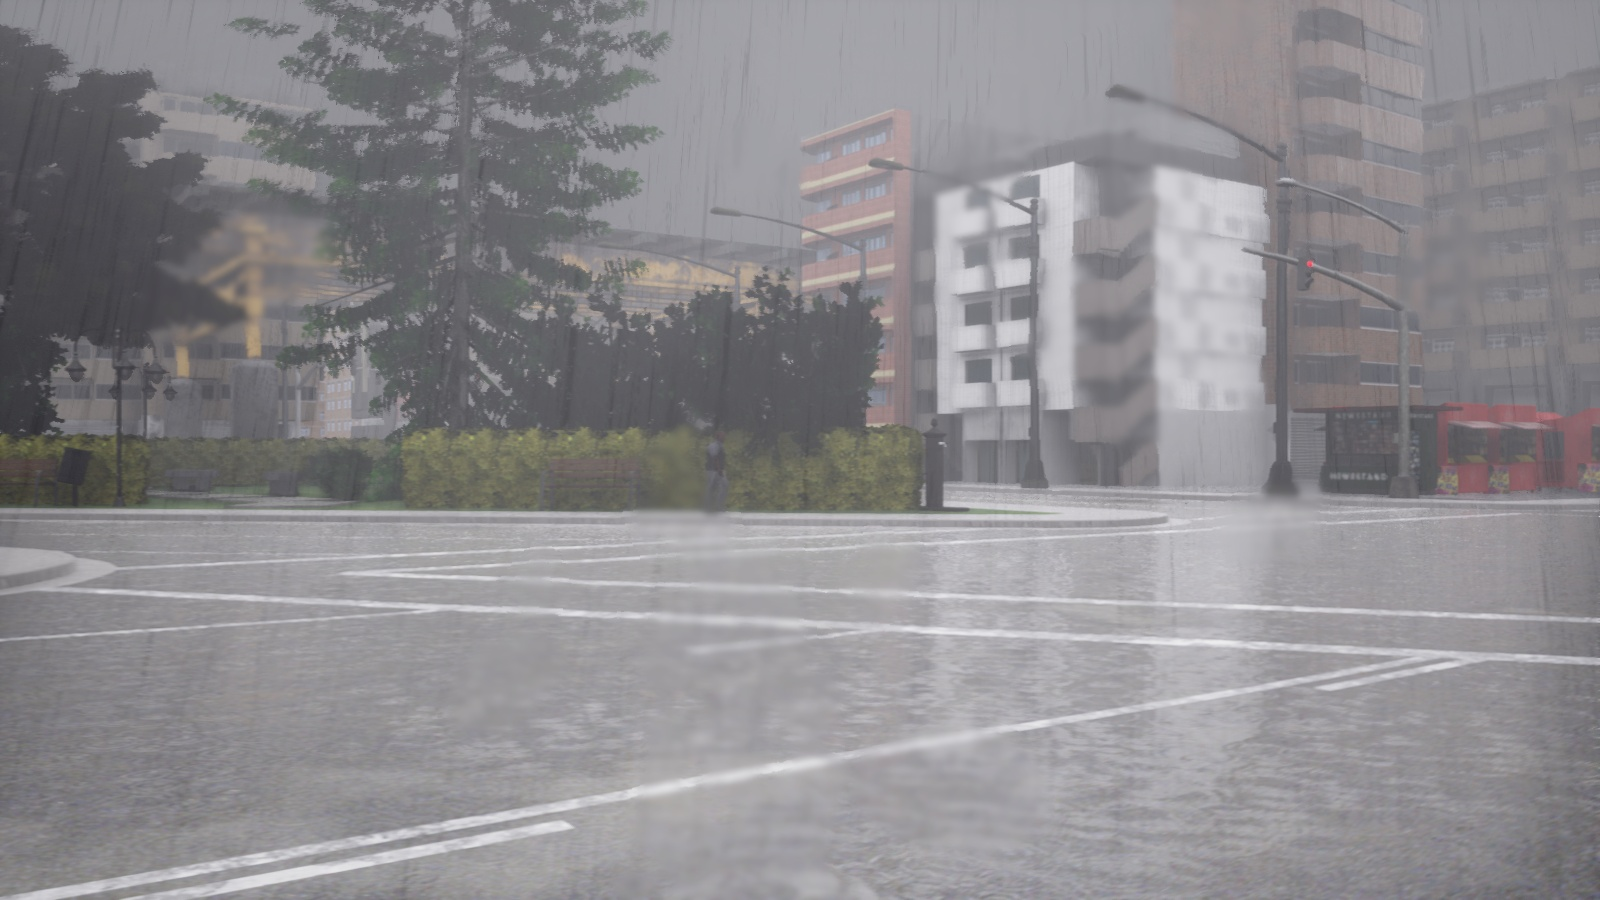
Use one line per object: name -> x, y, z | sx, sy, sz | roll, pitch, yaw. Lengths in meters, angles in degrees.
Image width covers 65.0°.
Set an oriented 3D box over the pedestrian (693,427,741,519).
pedestrian -> -1.726, 0.468, 26.160 | 0.849, 1.883, 0.563 | 0, 0, 13
